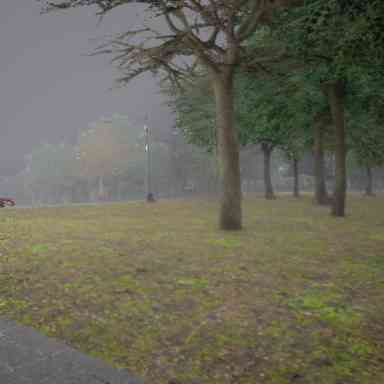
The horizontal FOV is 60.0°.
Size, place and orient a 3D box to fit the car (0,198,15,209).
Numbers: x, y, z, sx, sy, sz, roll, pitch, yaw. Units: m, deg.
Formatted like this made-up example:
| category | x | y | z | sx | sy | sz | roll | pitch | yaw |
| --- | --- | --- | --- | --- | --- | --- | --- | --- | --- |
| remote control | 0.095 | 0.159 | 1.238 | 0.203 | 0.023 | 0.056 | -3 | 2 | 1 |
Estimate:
| category | x | y | z | sx | sy | sz | roll | pitch | yaw |
| --- | --- | --- | --- | --- | --- | --- | --- | --- | --- |
| car | -18.556 | 0.846 | 29.774 | 1.882 | 1.535 | 5.008 | -4 | -1 | 34 |

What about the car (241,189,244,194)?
| category | x | y | z | sx | sy | sz | roll | pitch | yaw |
| --- | --- | --- | --- | --- | --- | --- | --- | --- | --- |
| car | 11.549 | -0.179 | 86.183 | 2.097 | 1.767 | 4.553 | -4 | -1 | 34 |
